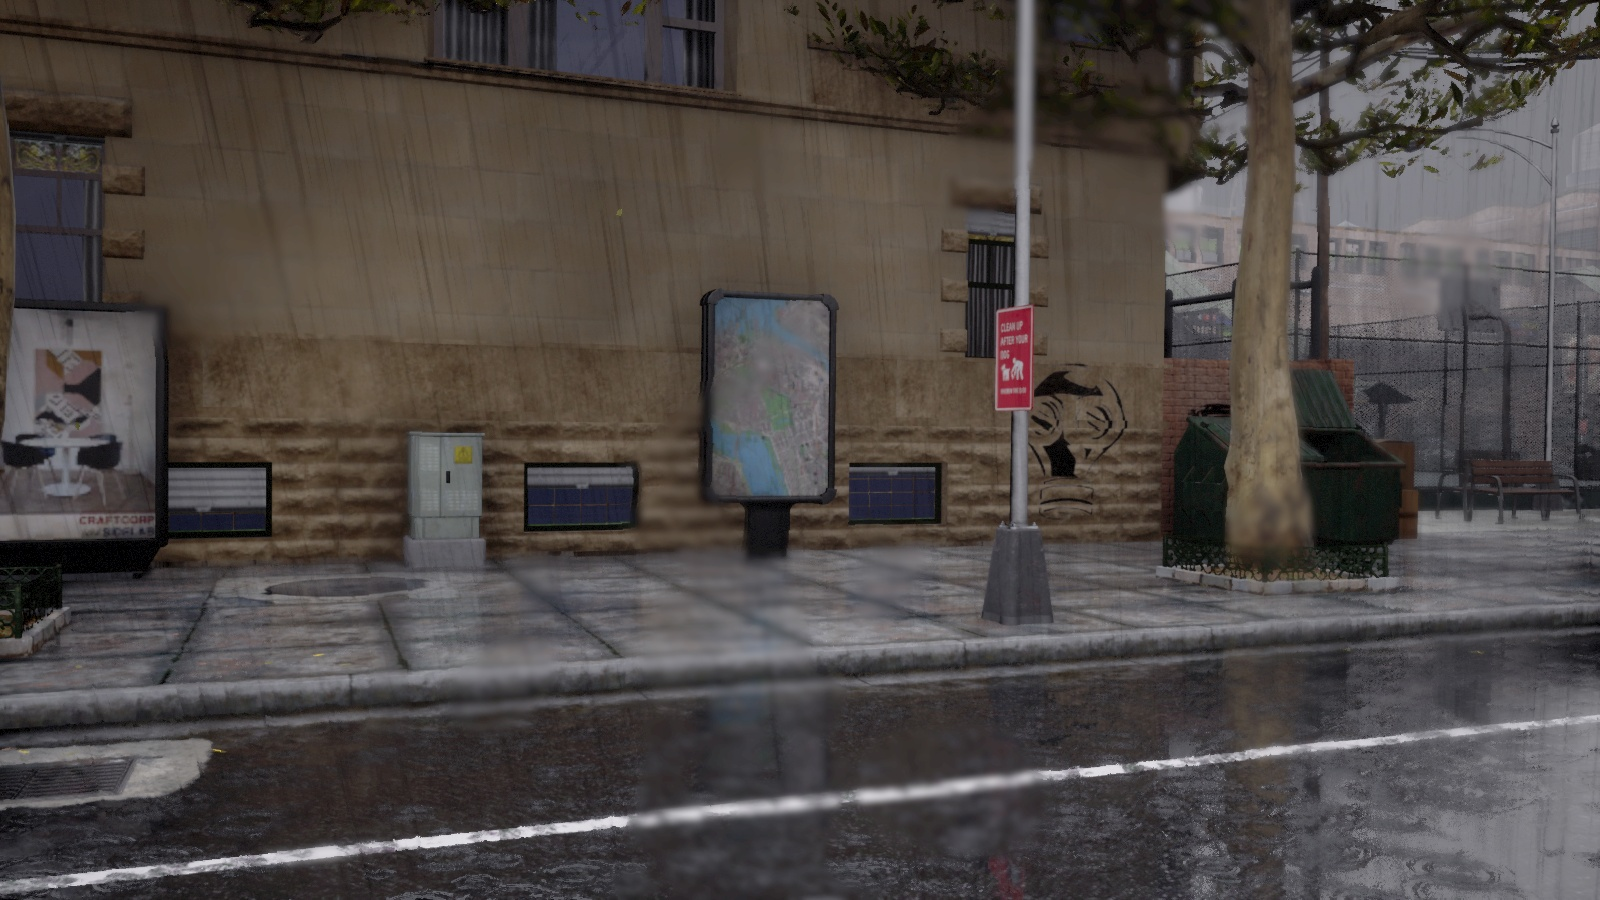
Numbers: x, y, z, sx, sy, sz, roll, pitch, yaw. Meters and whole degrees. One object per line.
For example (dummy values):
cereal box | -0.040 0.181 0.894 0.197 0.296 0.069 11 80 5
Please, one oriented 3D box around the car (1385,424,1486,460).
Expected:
car | 27.779 -0.383 55.001 1.845 1.501 3.633 -1 1 -21
